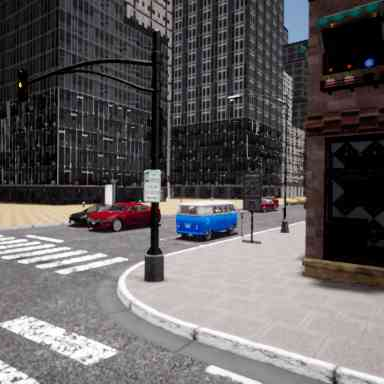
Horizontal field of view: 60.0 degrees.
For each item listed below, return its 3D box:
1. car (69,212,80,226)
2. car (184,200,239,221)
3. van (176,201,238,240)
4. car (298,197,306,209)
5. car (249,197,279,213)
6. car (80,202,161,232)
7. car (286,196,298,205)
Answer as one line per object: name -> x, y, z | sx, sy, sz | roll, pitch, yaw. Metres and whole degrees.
car -> -5.947, 1.466, 21.879 | 1.947, 1.339, 4.313 | 1, 1, 36
car -> 1.792, 1.468, 28.256 | 2.033, 1.411, 5.357 | 1, 1, 36
van -> 0.876, 1.368, 17.007 | 1.690, 1.788, 3.998 | 1, 1, 36
car -> 15.665, 1.428, 42.289 | 2.128, 1.511, 4.902 | 1, 1, 36
car -> 7.789, 1.504, 36.649 | 1.895, 1.301, 4.718 | 1, 1, 36
car -> -3.960, 1.417, 20.197 | 1.882, 1.535, 5.008 | 1, 1, 34
car -> 16.456, 1.363, 53.261 | 1.752, 1.417, 4.829 | 1, 1, 36
